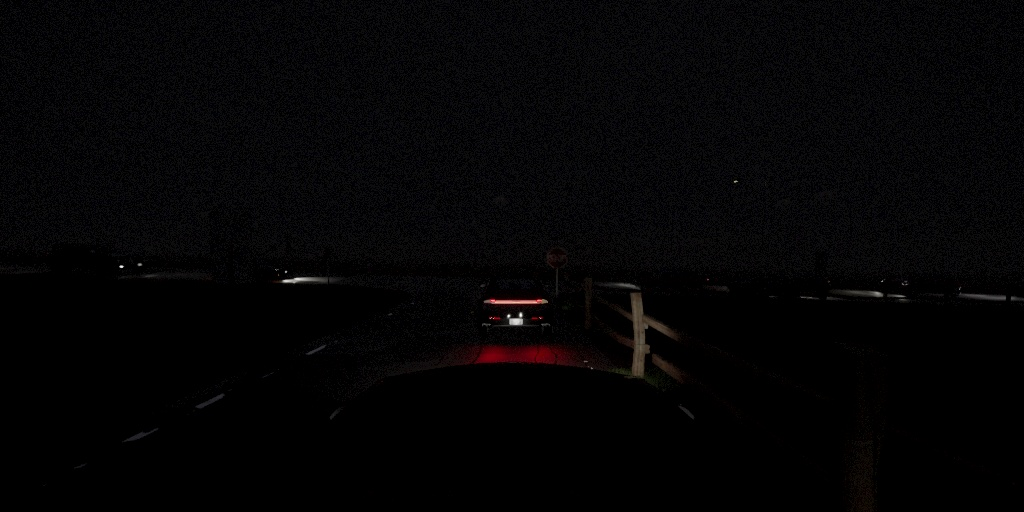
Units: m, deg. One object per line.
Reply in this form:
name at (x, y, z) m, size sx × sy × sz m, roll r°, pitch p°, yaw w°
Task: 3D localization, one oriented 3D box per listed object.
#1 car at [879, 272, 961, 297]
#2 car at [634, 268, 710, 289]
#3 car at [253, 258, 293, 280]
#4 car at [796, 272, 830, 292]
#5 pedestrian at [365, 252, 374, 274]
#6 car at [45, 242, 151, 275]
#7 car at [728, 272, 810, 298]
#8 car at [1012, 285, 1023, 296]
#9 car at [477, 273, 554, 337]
car at (30.972, 2.029, 27.296) m, size 4.553 × 1.767 × 2.097 m, roll 2°, pitch 3°, yaw 0°
car at (12.118, 1.640, 27.364) m, size 5.357 × 1.411 × 2.033 m, roll 2°, pitch 3°, yaw 0°
car at (-17.434, 0.840, 24.498) m, size 4.181 × 1.385 × 1.994 m, roll 2°, pitch 3°, yaw 0°
car at (21.626, 1.954, 27.333) m, size 4.181 × 1.385 × 1.994 m, roll 2°, pitch 3°, yaw 1°
pedestrian at (-12.092, 0.529, 30.438) m, size 0.375 × 1.860 × 0.375 m, roll 0°, pitch 1°, yaw 0°
car at (-28.181, 0.137, 24.508) m, size 5.566 × 2.045 × 2.150 m, roll 2°, pitch 3°, yaw 1°
car at (17.152, 1.953, 24.406) m, size 4.181 × 1.385 × 1.994 m, roll 2°, pitch 3°, yaw 0°
car at (41.230, 2.576, 27.253) m, size 4.718 × 1.301 × 1.895 m, roll 2°, pitch 3°, yaw 0°
car at (0.076, 1.234, 10.328) m, size 2.128 × 1.511 × 4.902 m, roll 0°, pitch 0°, yaw 0°
